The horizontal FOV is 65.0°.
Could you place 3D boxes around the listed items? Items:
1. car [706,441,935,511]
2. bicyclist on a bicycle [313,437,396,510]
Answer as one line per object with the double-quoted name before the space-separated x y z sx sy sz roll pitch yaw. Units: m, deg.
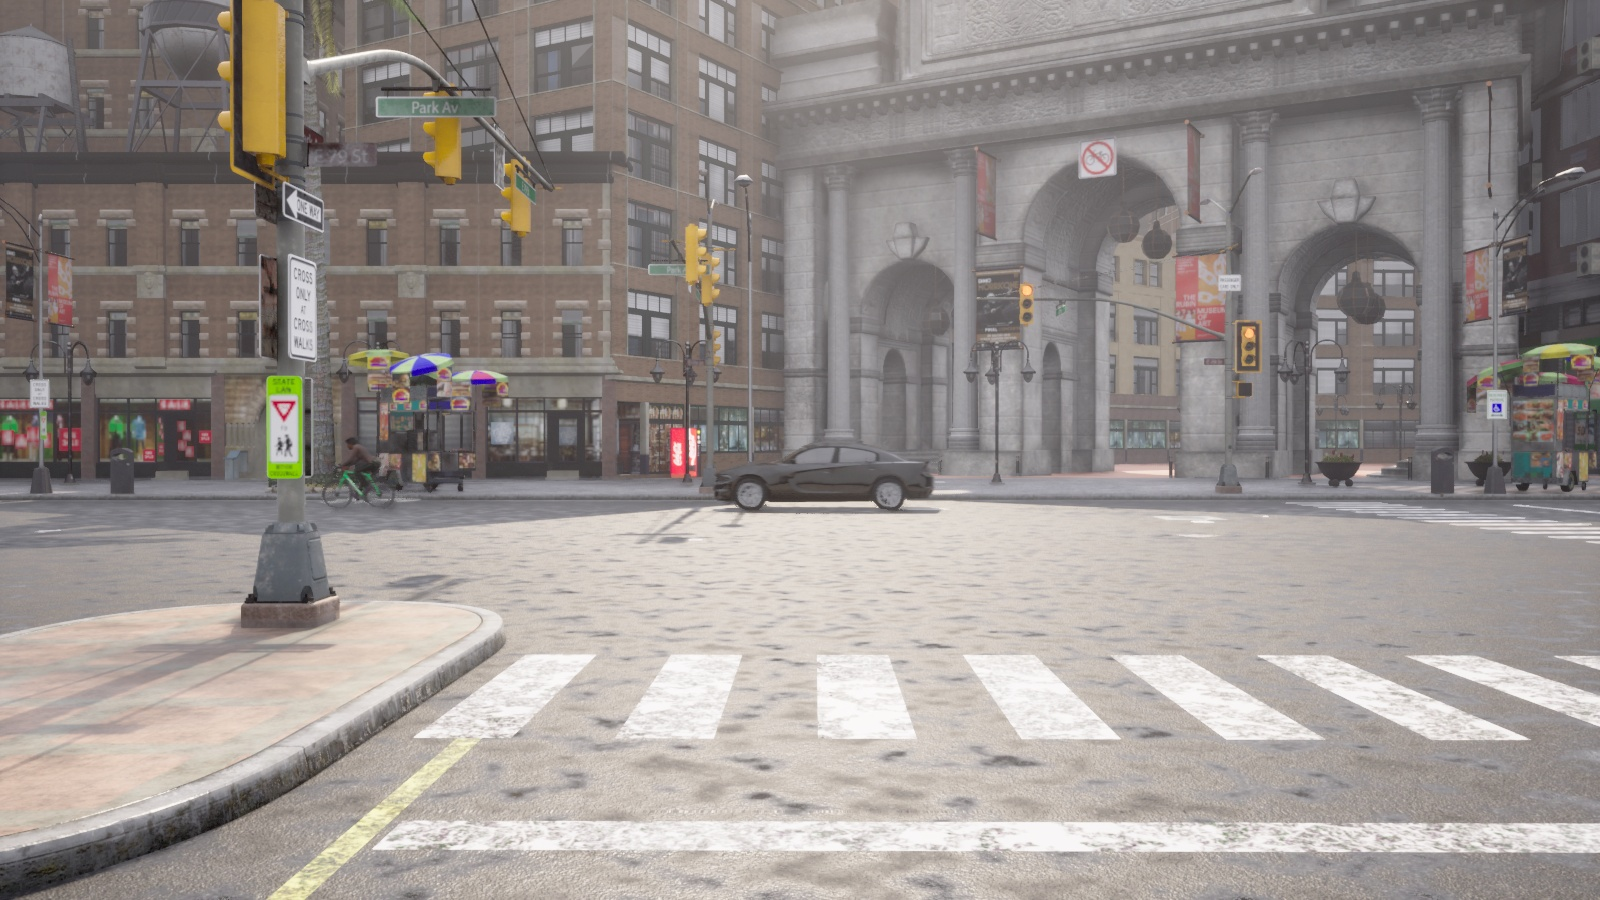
"car" 0.455 0.564 28.408 5.008 1.535 1.882 0 0 1
"bicyclist on a bicycle" -10.119 0.530 28.557 1.656 1.620 0.582 0 0 1
